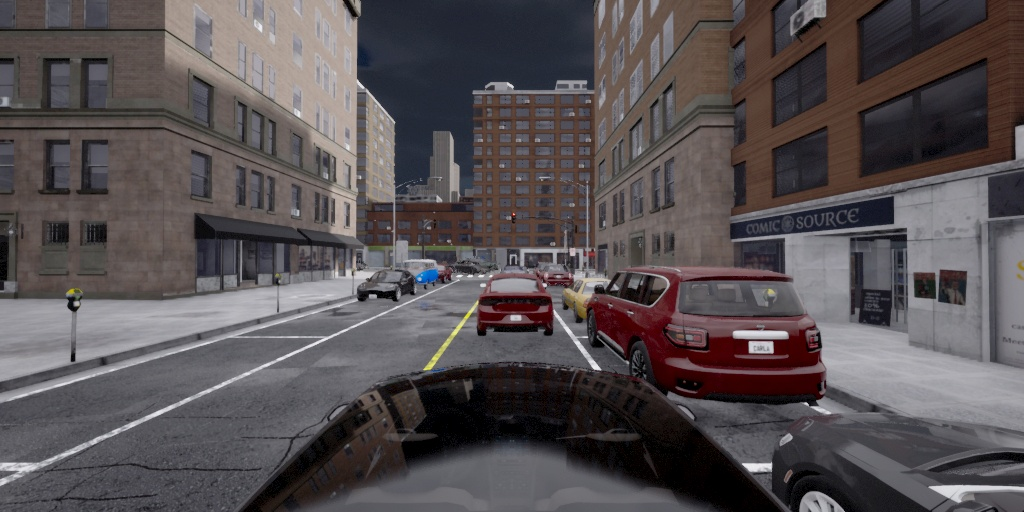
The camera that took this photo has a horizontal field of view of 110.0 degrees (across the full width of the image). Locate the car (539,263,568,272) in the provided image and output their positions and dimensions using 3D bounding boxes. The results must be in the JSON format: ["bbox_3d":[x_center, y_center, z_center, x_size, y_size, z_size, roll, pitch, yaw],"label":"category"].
[{"bbox_3d":[2.694,1.213,22.695,1.967,1.591,4.097,0,0,0],"label":"car"}]

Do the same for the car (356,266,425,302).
[{"bbox_3d":[-5.838,1.331,17.224,1.948,1.339,4.313,0,0,0],"label":"car"}]

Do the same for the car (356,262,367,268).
[{"bbox_3d":[-20.436,1.146,44.381,4.892,1.490,1.837,0,-1,0],"label":"car"}]

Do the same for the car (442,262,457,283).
[{"bbox_3d":[-5.825,1.326,28.188,1.888,1.381,4.507,0,0,0],"label":"car"}]

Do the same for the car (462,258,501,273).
[{"bbox_3d":[-3.678,1.113,44.258,4.553,1.767,2.097,1,-1,0],"label":"car"}]

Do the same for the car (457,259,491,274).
[{"bbox_3d":[-4.377,1.228,37.598,4.892,1.490,1.837,1,-2,44],"label":"car"}]

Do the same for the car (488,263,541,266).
[{"bbox_3d":[0.118,1.259,18.061,2.128,1.511,4.902,0,0,0],"label":"car"}]

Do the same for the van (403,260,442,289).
[{"bbox_3d":[-5.831,1.114,22.706,1.690,1.789,3.998,0,0,0],"label":"van"}]

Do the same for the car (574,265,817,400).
[{"bbox_3d":[2.675,1.068,6.246,2.192,1.841,5.009,0,0,0],"label":"car"}]

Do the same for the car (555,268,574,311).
[{"bbox_3d":[2.681,1.284,11.899,1.751,1.417,4.829,0,0,0],"label":"car"}]

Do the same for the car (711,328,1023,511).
[{"bbox_3d":[2.668,1.300,0.765,2.007,1.370,4.403,0,0,0],"label":"car"}]

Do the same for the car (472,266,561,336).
[{"bbox_3d":[0.058,1.235,10.505,1.882,1.535,5.008,0,0,-1],"label":"car"}]
